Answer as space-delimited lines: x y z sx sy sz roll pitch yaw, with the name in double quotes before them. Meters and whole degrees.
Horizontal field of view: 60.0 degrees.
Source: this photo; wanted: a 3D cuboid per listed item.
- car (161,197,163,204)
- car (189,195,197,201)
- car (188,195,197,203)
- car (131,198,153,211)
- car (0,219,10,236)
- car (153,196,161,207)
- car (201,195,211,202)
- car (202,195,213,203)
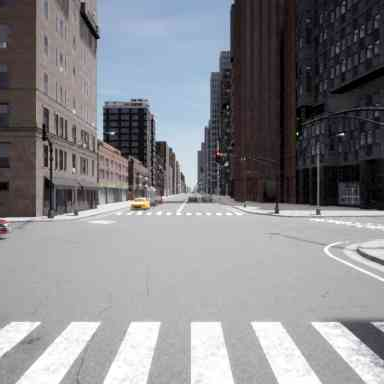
"car" -6.450 1.495 61.873 1.882 1.535 5.008 0 0 0
"car" 0.148 1.462 81.396 1.882 1.535 5.008 0 0 0
"car" 0.129 1.493 70.977 1.882 1.535 5.008 0 0 0
"car" -6.521 1.491 42.203 1.882 1.535 5.008 0 0 0
"car" -10.507 1.398 14.383 4.674 1.442 1.812 0 0 -18
"car" -6.490 1.580 51.453 1.994 1.385 4.181 0 0 1
"car" 3.398 1.509 81.391 2.128 1.511 4.902 0 0 0
"car" 3.379 1.541 70.971 2.128 1.511 4.902 0 0 0
